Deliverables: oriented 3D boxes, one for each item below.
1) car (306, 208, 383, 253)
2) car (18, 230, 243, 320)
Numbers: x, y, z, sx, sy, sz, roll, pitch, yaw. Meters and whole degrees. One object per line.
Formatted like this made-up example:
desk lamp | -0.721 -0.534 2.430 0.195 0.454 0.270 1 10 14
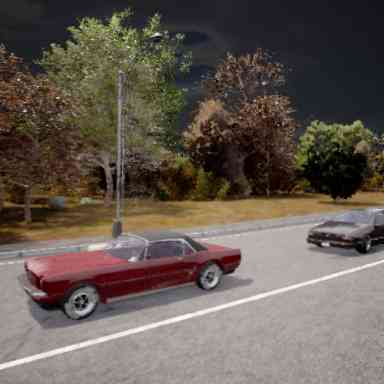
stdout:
car | 6.818 1.372 13.078 5.357 1.411 2.033 -2 1 -35
car | -1.189 1.581 7.430 4.718 1.301 1.895 -1 0 -35
